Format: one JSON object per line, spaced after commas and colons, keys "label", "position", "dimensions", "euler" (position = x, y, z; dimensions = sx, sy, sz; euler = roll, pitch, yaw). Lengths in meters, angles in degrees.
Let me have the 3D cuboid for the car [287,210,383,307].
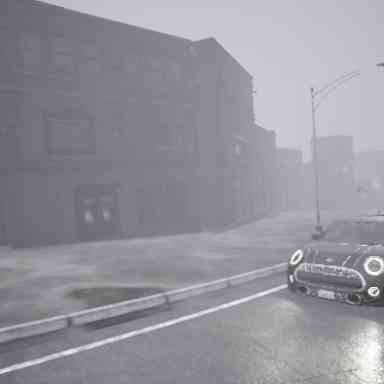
{"label": "car", "position": [4.206, 1.401, 8.171], "dimensions": [2.097, 1.767, 4.553], "euler": [-3, -1, 45]}
